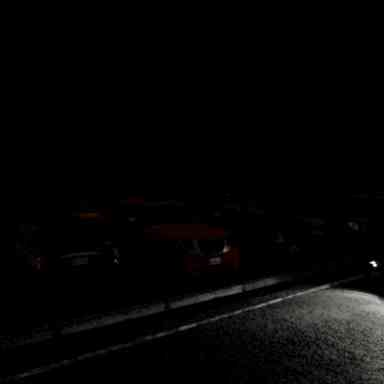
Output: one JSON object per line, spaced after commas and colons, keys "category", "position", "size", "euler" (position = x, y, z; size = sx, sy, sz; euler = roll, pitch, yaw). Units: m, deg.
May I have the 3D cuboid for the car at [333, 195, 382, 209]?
{"category": "car", "position": [20.351, 1.237, 41.153], "size": [2.097, 1.535, 5.008], "euler": [-1, 0, -36]}

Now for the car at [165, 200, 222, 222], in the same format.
{"category": "car", "position": [0.041, 1.435, 26.599], "size": [2.163, 1.488, 4.792], "euler": [0, 0, -36]}

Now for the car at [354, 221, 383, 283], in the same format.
{"category": "car", "position": [6.532, 1.498, 8.343], "size": [5.357, 1.411, 2.033], "euler": [0, 0, -35]}

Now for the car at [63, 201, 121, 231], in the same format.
{"category": "car", "position": [-6.641, 1.441, 21.628], "size": [1.946, 1.575, 5.366], "euler": [0, 0, -36]}

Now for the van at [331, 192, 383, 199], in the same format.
{"category": "van", "position": [10.235, 1.164, 17.988], "size": [1.878, 1.987, 4.442], "euler": [0, 0, -36]}

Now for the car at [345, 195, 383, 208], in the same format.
{"category": "car", "position": [22.610, 1.206, 42.769], "size": [2.231, 1.521, 4.892], "euler": [-1, 1, -36]}

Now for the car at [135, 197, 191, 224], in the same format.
{"category": "car", "position": [-2.253, 1.293, 25.032], "size": [2.185, 1.767, 4.553], "euler": [0, 0, -36]}

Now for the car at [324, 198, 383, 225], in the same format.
{"category": "car", "position": [5.725, 1.290, 14.658], "size": [2.185, 1.767, 4.553], "euler": [0, 0, -36]}

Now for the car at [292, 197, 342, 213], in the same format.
{"category": "car", "position": [13.554, 1.347, 36.334], "size": [2.163, 1.488, 4.792], "euler": [0, 0, -36]}

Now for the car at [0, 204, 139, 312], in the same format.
{"category": "car", "position": [-3.359, 1.342, 8.084], "size": [2.185, 1.767, 4.553], "euler": [0, 0, -36]}

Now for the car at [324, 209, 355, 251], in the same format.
{"category": "car", "position": [3.465, 1.469, 13.000], "size": [2.002, 1.452, 4.674], "euler": [0, 0, -36]}

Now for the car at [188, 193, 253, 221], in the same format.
{"category": "car", "position": [2.264, 1.142, 28.260], "size": [2.435, 2.045, 5.566], "euler": [0, 0, -36]}

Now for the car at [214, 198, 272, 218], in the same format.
{"category": "car", "position": [4.432, 1.377, 30.003], "size": [1.946, 1.575, 5.366], "euler": [0, 0, -36]}

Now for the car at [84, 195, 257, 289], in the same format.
{"category": "car", "position": [-1.081, 1.203, 9.716], "size": [2.435, 2.045, 5.566], "euler": [0, 0, -36]}

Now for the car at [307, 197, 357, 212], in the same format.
{"category": "car", "position": [15.852, 1.326, 37.906], "size": [2.163, 1.488, 4.792], "euler": [-1, 0, -36]}

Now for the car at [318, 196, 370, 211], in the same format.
{"category": "car", "position": [17.981, 1.264, 39.692], "size": [1.946, 1.575, 5.366], "euler": [-1, 0, -36]}

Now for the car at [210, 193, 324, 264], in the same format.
{"category": "car", "position": [1.199, 1.190, 11.347], "size": [2.435, 2.045, 5.566], "euler": [0, 0, -36]}
